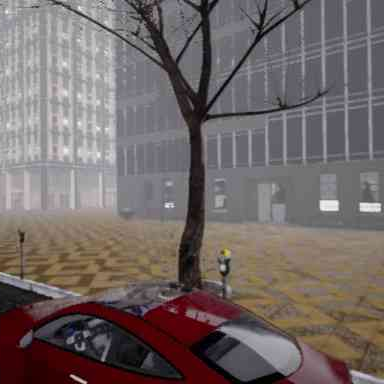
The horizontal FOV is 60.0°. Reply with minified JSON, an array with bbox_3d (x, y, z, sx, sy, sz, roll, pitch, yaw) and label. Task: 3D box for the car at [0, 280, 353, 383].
[{"bbox_3d":[-0.614,1.596,3.321,4.206,1.307,1.802,0,-1,36],"label":"car"}]
